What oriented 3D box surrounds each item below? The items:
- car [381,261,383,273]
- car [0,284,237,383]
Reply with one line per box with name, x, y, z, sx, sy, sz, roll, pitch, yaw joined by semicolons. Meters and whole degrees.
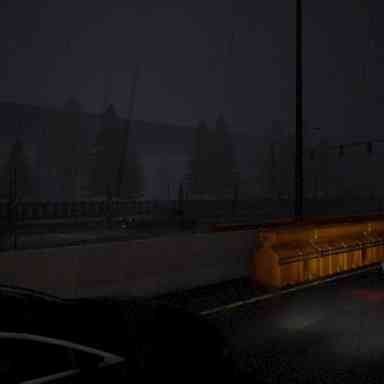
car;7.097;1.548;8.813;5.357;1.411;2.033;0;0;-36
car;-1.797;1.492;2.463;4.902;1.511;2.128;0;0;-36
